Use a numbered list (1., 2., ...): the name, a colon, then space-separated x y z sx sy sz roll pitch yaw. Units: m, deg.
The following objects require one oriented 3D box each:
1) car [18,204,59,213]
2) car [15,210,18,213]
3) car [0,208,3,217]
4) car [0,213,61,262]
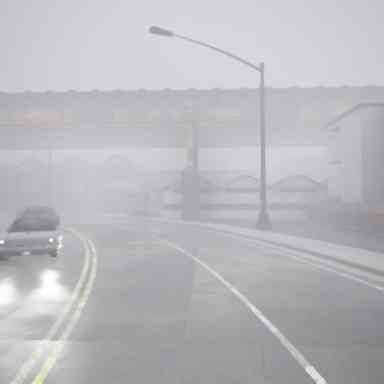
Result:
1. car: -9.839 1.665 21.575 1.882 1.535 5.008 1 -1 -32
2. car: -16.501 2.010 34.269 4.902 1.511 2.128 -2 -2 41
3. car: -24.858 2.304 40.015 4.892 1.490 1.837 -2 -2 29
4. car: -6.148 1.699 12.897 1.895 1.301 4.718 0 0 -21
